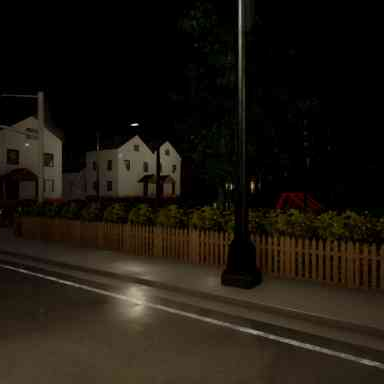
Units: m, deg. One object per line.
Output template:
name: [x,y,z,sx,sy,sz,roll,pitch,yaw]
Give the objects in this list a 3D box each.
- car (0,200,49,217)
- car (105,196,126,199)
car: [-15.048,1.491,30.648,2.128,1.511,4.902,0,0,35]
car: [-9.400,1.352,38.817,2.097,1.767,4.553,0,0,35]
